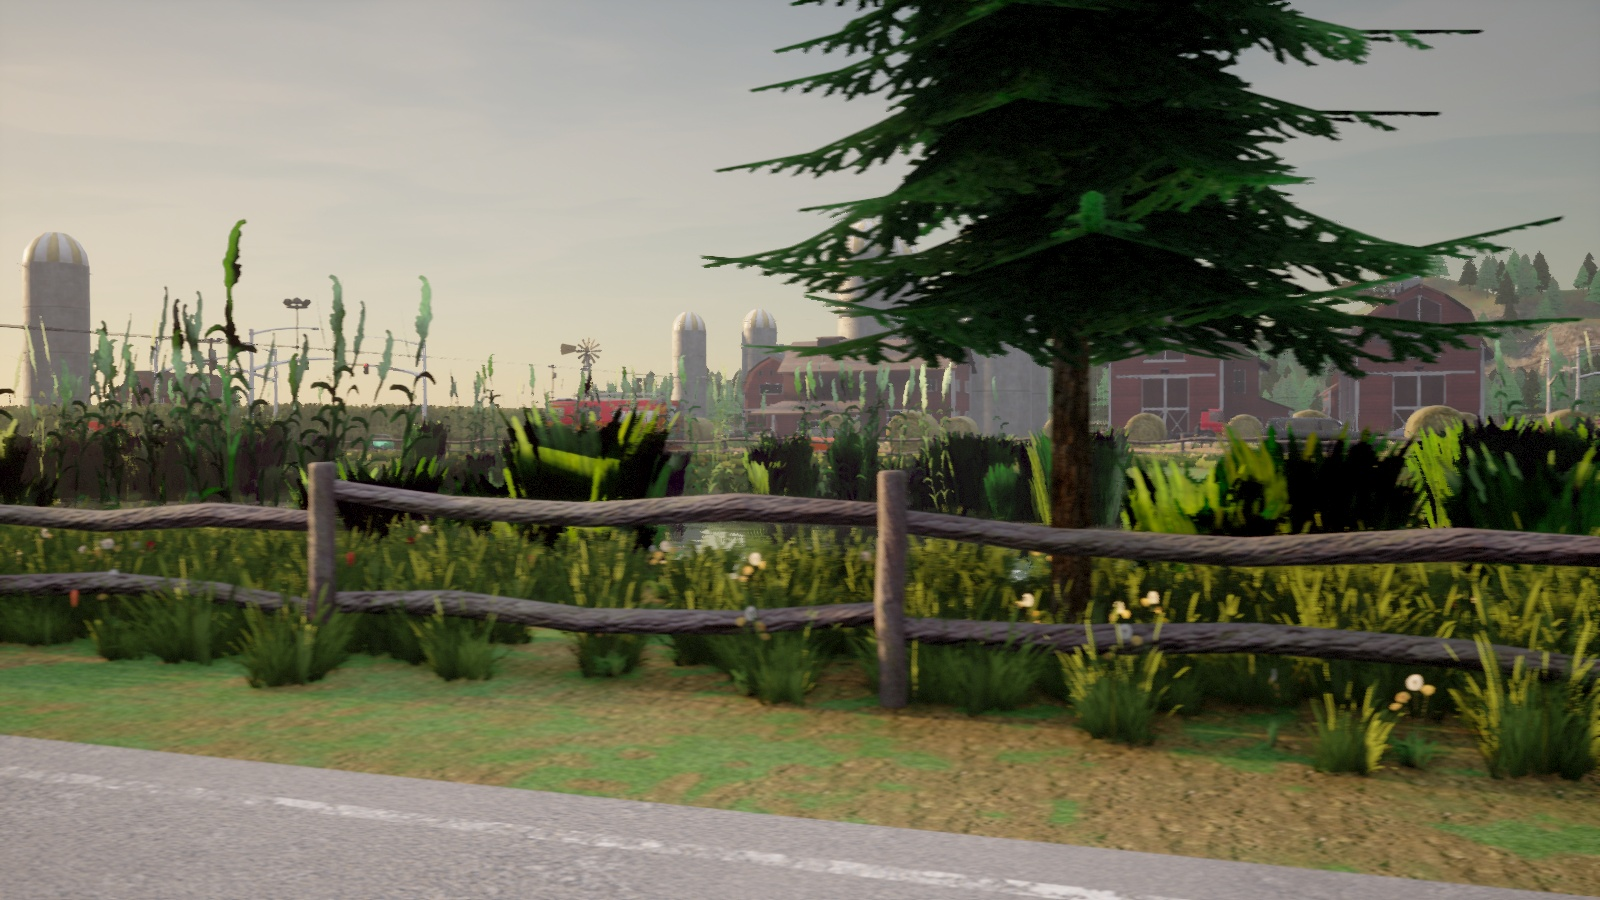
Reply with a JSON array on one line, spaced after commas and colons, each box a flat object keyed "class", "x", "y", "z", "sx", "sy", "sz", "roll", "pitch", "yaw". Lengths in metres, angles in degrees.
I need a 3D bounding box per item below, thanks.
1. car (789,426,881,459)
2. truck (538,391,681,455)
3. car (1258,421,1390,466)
[{"class": "car", "x": 1.896, "y": -0.429, "z": 68.099, "sx": 4.553, "sy": 1.767, "sz": 2.097, "roll": 1, "pitch": 1, "yaw": 23}, {"class": "truck", "x": -11.818, "y": -1.657, "z": 77.656, "sx": 8.468, "sy": 3.827, "sz": 2.891, "roll": 1, "pitch": 1, "yaw": 23}, {"class": "car", "x": 24.402, "y": -0.332, "z": 58.620, "sx": 5.566, "sy": 2.045, "sz": 2.150, "roll": 1, "pitch": 1, "yaw": 23}]
